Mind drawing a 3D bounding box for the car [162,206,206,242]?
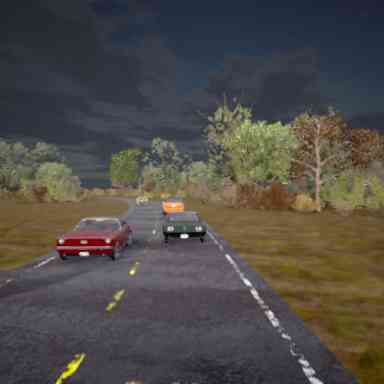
[{"bbox_3d":[-0.443,1.603,16.430,1.895,1.301,4.718,0,0,-3],"label":"car"}]

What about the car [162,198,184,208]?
[{"bbox_3d":[-1.990,1.359,34.173,2.097,1.767,4.553,0,0,-6],"label":"car"}]

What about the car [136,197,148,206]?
[{"bbox_3d":[-8.515,1.535,56.434,1.882,1.535,5.008,0,0,-11],"label":"car"}]

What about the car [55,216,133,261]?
[{"bbox_3d":[-3.433,1.607,12.485,1.895,1.301,4.718,0,0,-3],"label":"car"}]
